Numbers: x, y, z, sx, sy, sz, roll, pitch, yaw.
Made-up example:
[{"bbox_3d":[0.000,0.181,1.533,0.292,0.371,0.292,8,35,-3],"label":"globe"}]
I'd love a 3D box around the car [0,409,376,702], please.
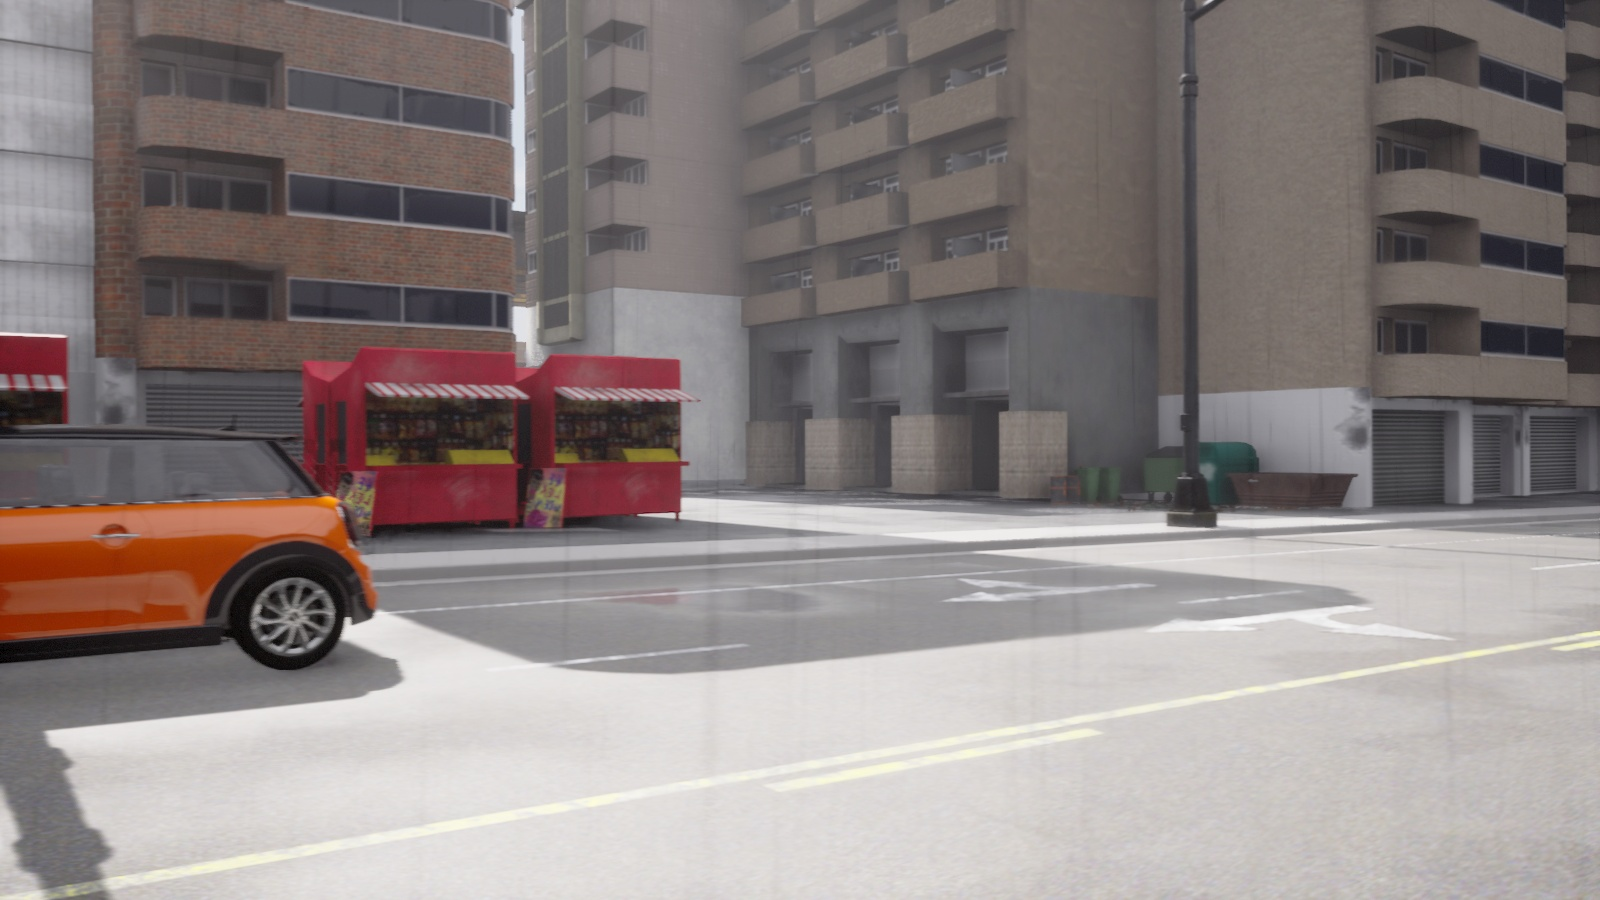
[{"bbox_3d":[-5.448,0.638,8.397,4.553,1.767,2.097,0,0,-35],"label":"car"}]
